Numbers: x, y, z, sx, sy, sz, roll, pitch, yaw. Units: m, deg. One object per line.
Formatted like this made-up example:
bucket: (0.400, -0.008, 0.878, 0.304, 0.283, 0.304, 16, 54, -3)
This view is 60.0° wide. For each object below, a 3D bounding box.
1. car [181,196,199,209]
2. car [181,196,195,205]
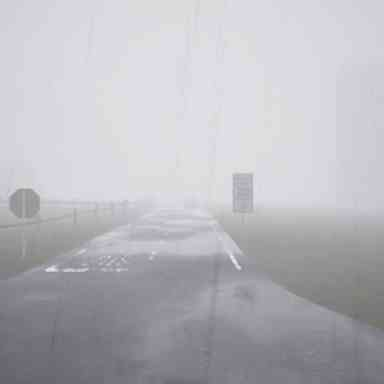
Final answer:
car: (-0.076, 1.472, 45.083, 2.033, 1.411, 5.357, 0, 0, -2)
car: (-0.753, 1.400, 55.609, 1.837, 1.490, 4.892, 0, 0, -6)
